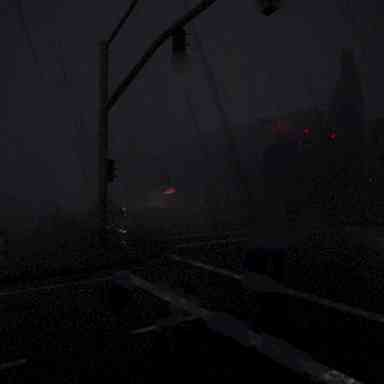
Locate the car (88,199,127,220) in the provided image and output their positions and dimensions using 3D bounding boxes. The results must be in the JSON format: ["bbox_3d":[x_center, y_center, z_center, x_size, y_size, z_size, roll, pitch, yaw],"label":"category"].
[{"bbox_3d":[-7.176,1.423,28.085,2.097,1.767,4.553,0,0,-34],"label":"car"}]

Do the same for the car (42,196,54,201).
[{"bbox_3d":[-37.061,1.681,85.435,1.994,1.385,4.181,0,0,-34],"label":"car"}]

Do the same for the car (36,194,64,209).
[{"bbox_3d":[-20.647,1.297,48.297,2.150,2.045,5.566,0,-1,-33],"label":"car"}]

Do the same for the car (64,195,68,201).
[{"bbox_3d":[-33.922,1.653,87.037,1.837,1.490,4.892,0,0,-34],"label":"car"}]
